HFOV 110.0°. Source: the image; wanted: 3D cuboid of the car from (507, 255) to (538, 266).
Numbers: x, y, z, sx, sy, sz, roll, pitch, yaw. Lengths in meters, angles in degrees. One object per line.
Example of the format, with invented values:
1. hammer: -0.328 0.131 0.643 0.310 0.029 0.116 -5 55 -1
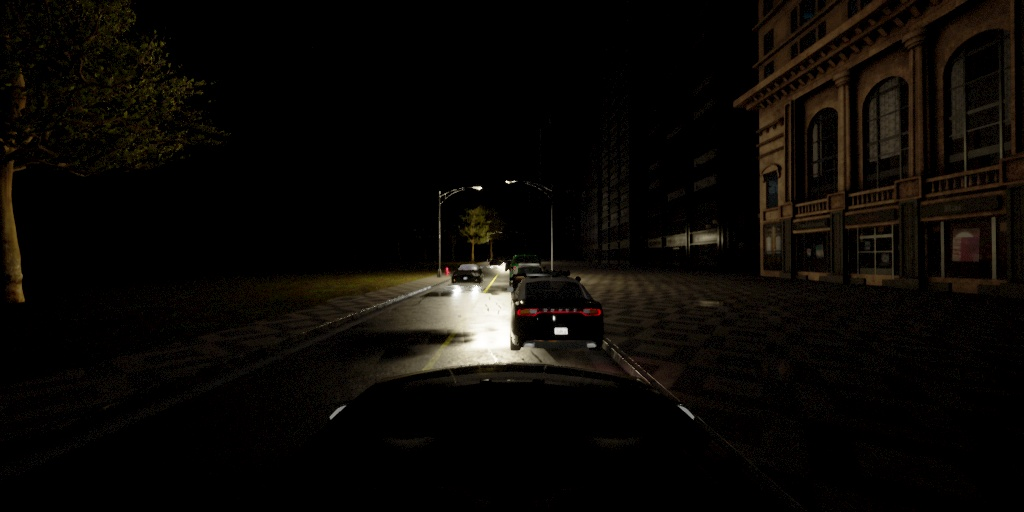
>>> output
1. car: 0.897 0.960 25.076 2.150 2.045 5.566 0 0 0

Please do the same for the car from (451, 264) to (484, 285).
1. car: -3.100 1.299 25.749 1.994 1.385 4.181 0 0 0

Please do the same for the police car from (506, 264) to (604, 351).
1. police car: 0.900 1.174 9.155 1.930 1.638 5.238 0 0 0

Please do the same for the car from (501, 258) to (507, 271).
1. car: 0.022 1.246 46.607 2.033 1.411 5.357 0 0 1

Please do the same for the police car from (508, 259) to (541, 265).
1. police car: 0.900 1.168 19.156 1.930 1.638 5.238 0 0 0
